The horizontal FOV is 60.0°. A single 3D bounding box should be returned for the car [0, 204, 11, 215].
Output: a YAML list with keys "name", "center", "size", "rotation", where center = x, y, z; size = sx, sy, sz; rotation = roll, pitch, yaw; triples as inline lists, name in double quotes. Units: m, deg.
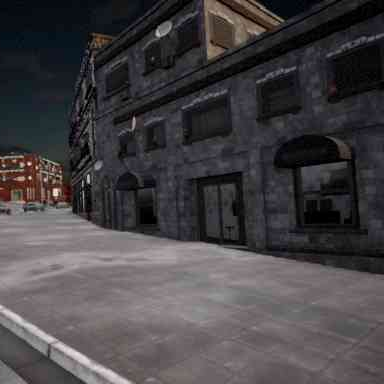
- name: "car"
  center: [-23.129, 2.075, 39.210]
  size: [1.812, 1.442, 4.674]
  rotation: [-3, -1, -5]

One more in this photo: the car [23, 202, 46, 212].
- name: "car"
  center: [-24.096, 2.255, 51.046]
  size: [2.128, 1.511, 4.902]
  rotation: [-3, -1, -3]

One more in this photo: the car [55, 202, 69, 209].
- name: "car"
  center: [-28.853, 3.059, 73.944]
  size: [1.837, 1.490, 4.892]
  rotation: [-3, -1, -3]
